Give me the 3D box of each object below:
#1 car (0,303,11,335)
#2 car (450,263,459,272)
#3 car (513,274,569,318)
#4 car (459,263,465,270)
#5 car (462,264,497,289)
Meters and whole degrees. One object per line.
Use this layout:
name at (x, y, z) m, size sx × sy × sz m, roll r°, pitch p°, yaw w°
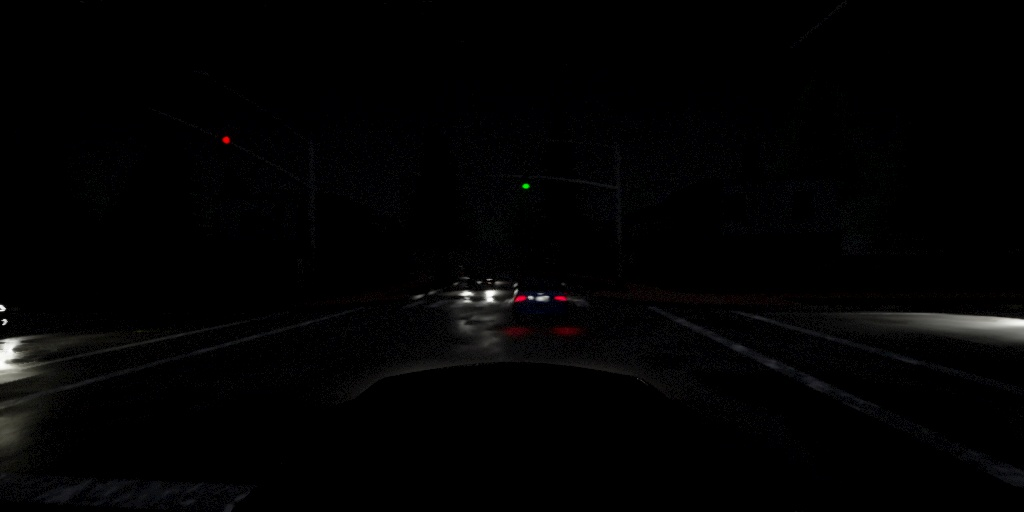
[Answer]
car at (-16.762, 1.499, 9.799) m, size 4.553 × 1.767 × 2.097 m, roll -1°, pitch -1°, yaw 8°
car at (-9.689, 1.995, 63.648) m, size 1.837 × 1.490 × 4.892 m, roll -1°, pitch -1°, yaw -39°
car at (1.036, 1.363, 13.369) m, size 2.033 × 1.411 × 5.357 m, roll -1°, pitch 0°, yaw 4°
car at (-5.011, 1.777, 45.723) m, size 2.033 × 1.411 × 5.357 m, roll -1°, pitch -1°, yaw -17°
car at (-2.128, 1.488, 25.635) m, size 1.837 × 1.490 × 4.892 m, roll -1°, pitch -1°, yaw 0°
